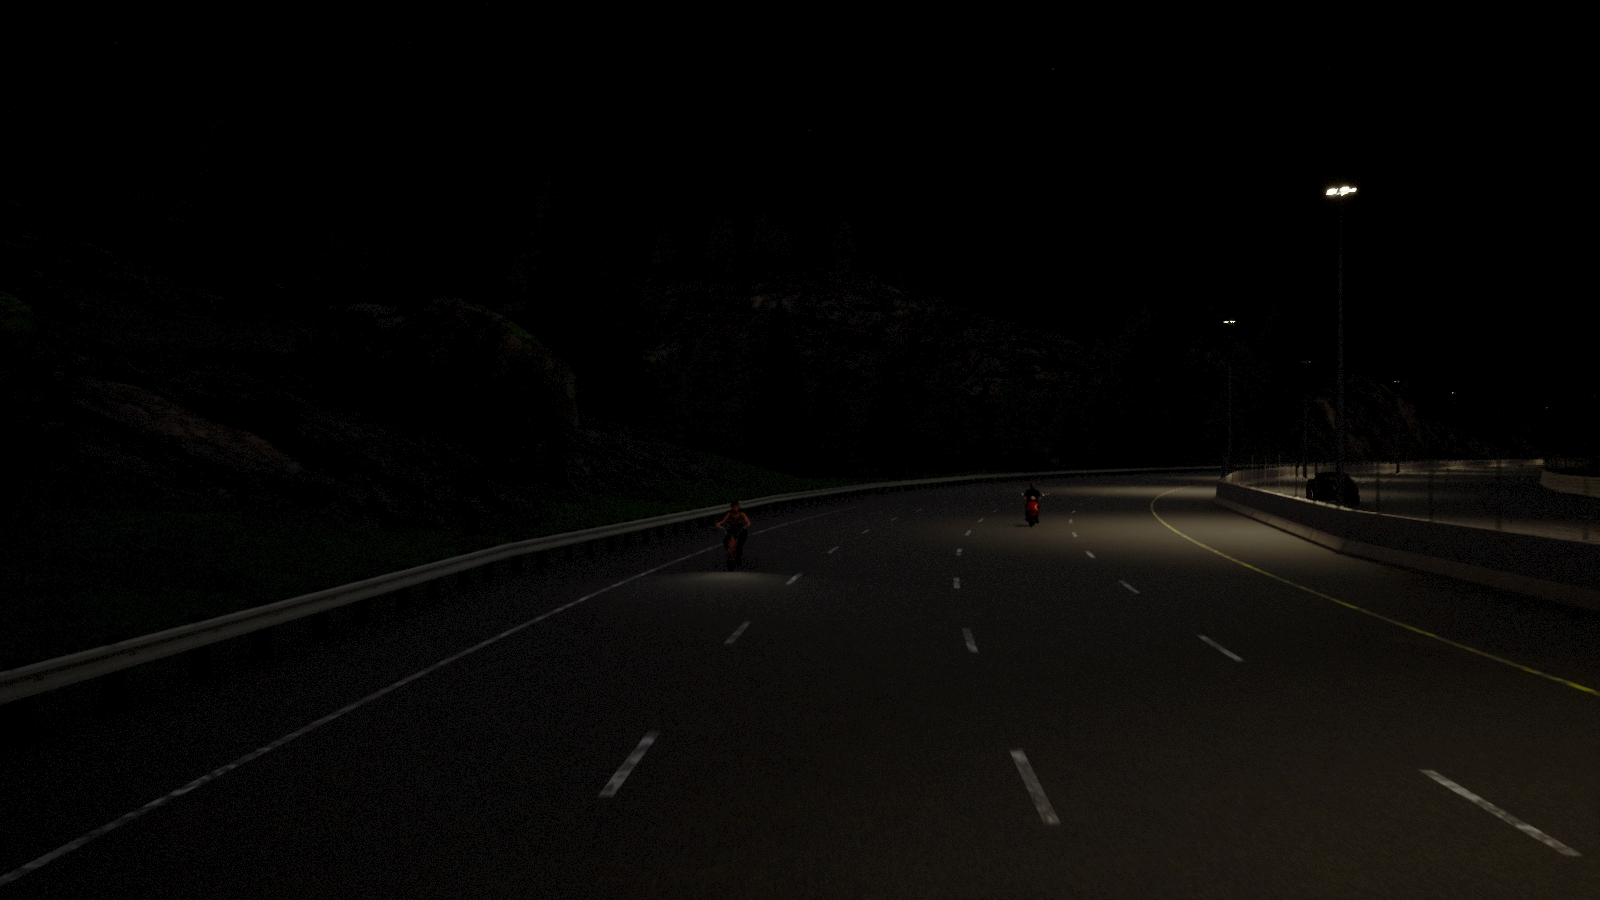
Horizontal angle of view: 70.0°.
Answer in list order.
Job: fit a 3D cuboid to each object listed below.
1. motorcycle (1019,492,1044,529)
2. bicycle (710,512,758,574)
[{"bbox_3d":[8.482,2.192,41.832,0.856,1.236,1.805,1,0,11],"label":"motorcycle"},{"bbox_3d":[-1.524,2.146,26.619,0.859,1.295,1.487,0,0,8],"label":"bicycle"}]
